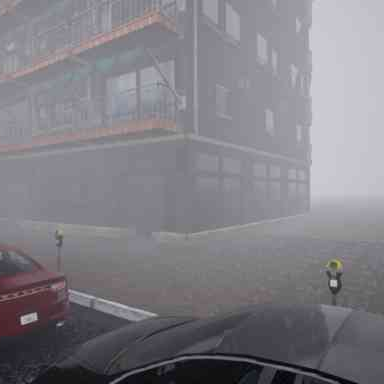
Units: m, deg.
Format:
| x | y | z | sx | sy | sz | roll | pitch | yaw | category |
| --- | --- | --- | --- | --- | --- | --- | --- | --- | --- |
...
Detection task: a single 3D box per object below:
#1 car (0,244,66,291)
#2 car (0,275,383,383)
| x | y | z | sx | sy | sz | roll | pitch | yaw | category |
| --- | --- | --- | --- | --- | --- | --- | --- | --- | --- |
| -3.978 | 1.545 | 5.712 | 4.507 | 1.381 | 1.887 | 0 | 0 | 35 | car |
| 0.611 | 1.566 | 2.439 | 4.313 | 1.339 | 1.947 | 0 | 0 | 35 | car |
